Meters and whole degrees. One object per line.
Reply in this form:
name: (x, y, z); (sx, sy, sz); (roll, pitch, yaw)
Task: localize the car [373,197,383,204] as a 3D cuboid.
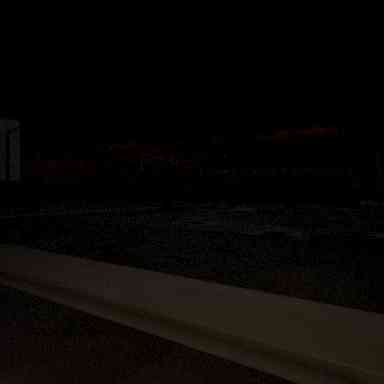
car: (37.521, 1.734, 65.332); (2.038, 1.542, 4.974); (1, 1, 6)

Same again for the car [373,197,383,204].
car: (37.528, 1.576, 65.382); (1.853, 1.218, 4.536); (1, 1, 6)
